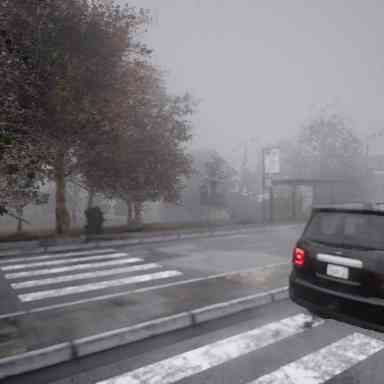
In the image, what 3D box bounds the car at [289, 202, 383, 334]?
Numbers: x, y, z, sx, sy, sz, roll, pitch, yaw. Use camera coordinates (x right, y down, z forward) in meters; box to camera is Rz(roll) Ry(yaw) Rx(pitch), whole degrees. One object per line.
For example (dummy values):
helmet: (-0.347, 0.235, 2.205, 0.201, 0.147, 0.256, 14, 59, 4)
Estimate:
car: (4.165, 1.219, 6.093, 5.566, 2.045, 2.150, 1, -1, -36)
